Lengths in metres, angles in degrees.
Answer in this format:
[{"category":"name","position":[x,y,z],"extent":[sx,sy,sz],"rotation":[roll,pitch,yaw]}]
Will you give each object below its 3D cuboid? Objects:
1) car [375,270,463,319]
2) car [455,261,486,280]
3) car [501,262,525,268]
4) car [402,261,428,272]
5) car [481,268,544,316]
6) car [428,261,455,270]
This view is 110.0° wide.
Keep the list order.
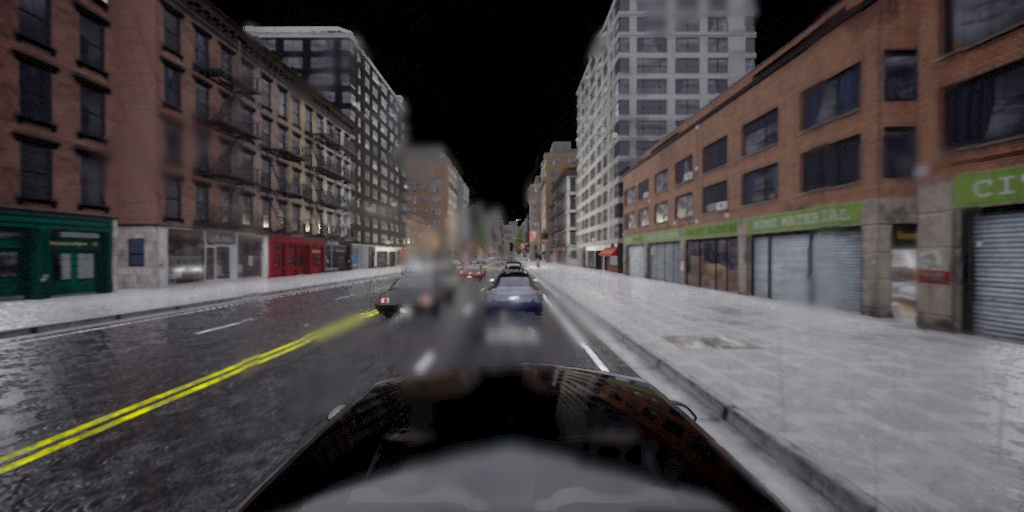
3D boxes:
[{"category":"car","position":[-3.151,1.353,12.878],"extent":[1.895,1.301,4.718],"rotation":[0,0,0]},{"category":"car","position":[-3.150,1.349,29.543],"extent":[1.895,1.301,4.718],"rotation":[0,0,0]},{"category":"car","position":[0.094,1.252,31.019],"extent":[1.837,1.490,4.892],"rotation":[0,0,0]},{"category":"car","position":[-9.845,1.269,36.837],"extent":[1.812,1.442,4.674],"rotation":[0,0,0]},{"category":"car","position":[0.093,1.316,13.383],"extent":[1.994,1.385,4.181],"rotation":[0,0,0]},{"category":"car","position":[-6.595,1.250,35.477],"extent":[1.837,1.490,4.892],"rotation":[0,0,0]}]
